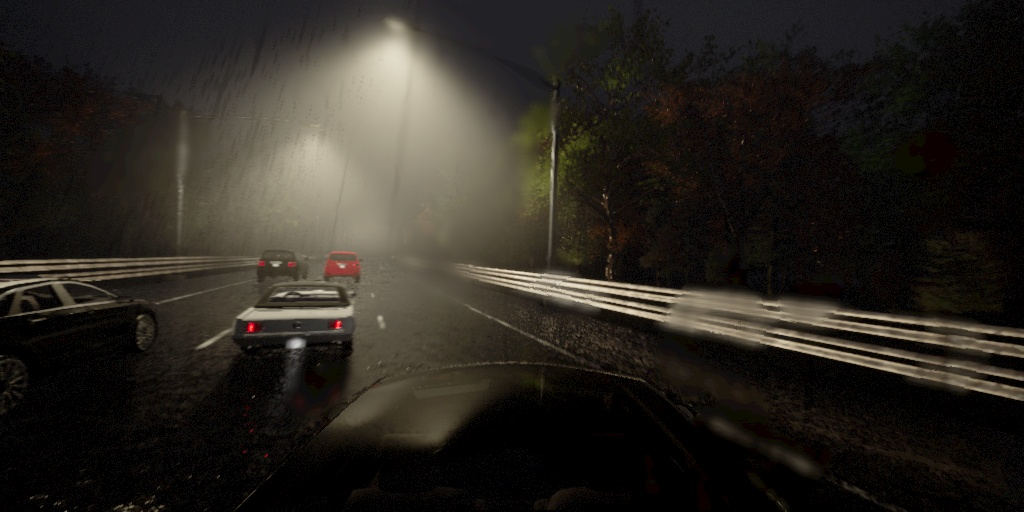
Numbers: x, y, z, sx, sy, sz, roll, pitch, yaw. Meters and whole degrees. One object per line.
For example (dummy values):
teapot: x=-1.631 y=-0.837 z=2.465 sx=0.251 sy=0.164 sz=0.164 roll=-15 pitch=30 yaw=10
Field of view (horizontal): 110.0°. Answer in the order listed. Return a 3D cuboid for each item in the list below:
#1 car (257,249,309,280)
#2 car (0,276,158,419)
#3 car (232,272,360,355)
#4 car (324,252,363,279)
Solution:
car: x=-14.875 y=0.606 z=23.553 sx=2.150 sy=2.045 sz=5.566 roll=2 pitch=-1 yaw=-22
car: x=-6.953 y=1.005 z=4.877 sx=2.128 sy=1.511 sz=4.902 roll=2 pitch=-1 yaw=-23
car: x=-4.633 y=1.235 z=8.310 sx=1.895 sy=1.301 sz=4.718 roll=2 pitch=-1 yaw=-23
car: x=-11.776 y=0.738 z=25.196 sx=2.150 sy=2.045 sz=5.566 roll=2 pitch=-1 yaw=-23
